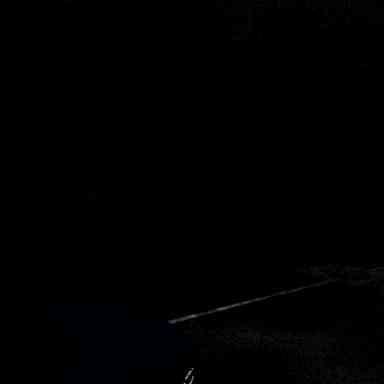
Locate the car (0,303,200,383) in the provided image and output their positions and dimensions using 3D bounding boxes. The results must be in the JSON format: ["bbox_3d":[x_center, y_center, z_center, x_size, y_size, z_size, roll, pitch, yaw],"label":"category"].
[{"bbox_3d":[-2.208,1.474,2.138,5.008,1.535,1.882,0,0,-36],"label":"car"}]
